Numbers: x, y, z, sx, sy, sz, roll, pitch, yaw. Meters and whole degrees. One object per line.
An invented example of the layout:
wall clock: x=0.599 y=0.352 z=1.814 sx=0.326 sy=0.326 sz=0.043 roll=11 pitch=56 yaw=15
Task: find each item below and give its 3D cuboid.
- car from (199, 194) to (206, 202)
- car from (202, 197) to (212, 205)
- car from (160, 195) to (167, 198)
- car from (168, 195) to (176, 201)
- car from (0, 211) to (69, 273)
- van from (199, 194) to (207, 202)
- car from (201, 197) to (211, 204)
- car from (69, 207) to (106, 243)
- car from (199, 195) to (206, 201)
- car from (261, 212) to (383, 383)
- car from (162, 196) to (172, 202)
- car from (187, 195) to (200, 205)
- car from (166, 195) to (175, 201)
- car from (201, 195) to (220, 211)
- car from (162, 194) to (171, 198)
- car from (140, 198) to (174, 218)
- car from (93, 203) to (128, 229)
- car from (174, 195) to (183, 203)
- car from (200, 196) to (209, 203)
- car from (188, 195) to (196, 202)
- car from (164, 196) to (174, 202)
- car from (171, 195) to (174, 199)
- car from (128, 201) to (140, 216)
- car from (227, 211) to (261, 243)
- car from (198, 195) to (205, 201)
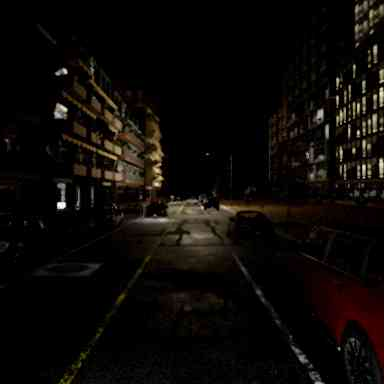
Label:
car: x=2.687 y=1.478 z=54.600 sx=1.967 sy=1.590 sz=4.097 roll=0 pitch=0 yaw=0
car: x=2.688 y=1.571 z=60.297 sx=1.752 sy=1.417 sz=4.829 roll=0 pitch=0 yaw=0
car: x=-5.693 y=1.582 z=54.601 sx=1.887 sy=1.381 sz=4.507 roll=0 pitch=0 yaw=0
car: x=-5.690 y=1.671 z=93.287 sx=1.947 sy=1.339 sz=4.313 roll=0 pitch=0 yaw=0
car: x=-5.695 y=1.443 z=10.388 sx=1.967 sy=1.590 sz=4.097 roll=0 pitch=0 yaw=0
van: x=2.688 y=1.423 z=82.233 sx=1.690 sy=1.788 sz=3.998 roll=0 pitch=0 yaw=0
car: x=2.688 y=1.636 z=65.654 sx=1.802 sy=1.307 sz=4.206 roll=0 pitch=0 yaw=0
car: x=-5.694 y=1.587 z=15.915 sx=1.802 sy=1.307 sz=4.206 roll=0 pitch=0 yaw=0
car: x=2.689 y=1.619 z=87.929 sx=1.752 sy=1.417 sz=4.829 roll=0 pitch=0 yaw=0
car: x=2.684 y=1.316 z=4.860 sx=2.192 sy=1.841 sz=5.009 roll=0 pitch=0 yaw=0
car: x=-5.691 y=1.623 z=76.707 sx=2.008 sy=1.369 sz=4.403 roll=0 pitch=0 yaw=0
car: x=0.004 y=1.646 z=59.603 sx=1.895 sy=1.301 sz=4.718 roll=0 pitch=0 yaw=0
car: x=-5.691 y=1.534 z=87.760 sx=1.967 sy=1.590 sz=4.097 roll=0 pitch=0 yaw=0
car: x=2.357 y=1.525 z=41.017 sx=1.837 sy=1.490 sz=4.892 roll=0 pitch=0 yaw=0
car: x=-5.692 y=1.579 z=65.485 sx=1.752 sy=1.417 sz=4.829 roll=0 pitch=0 yaw=0
car: x=-3.098 y=1.559 z=30.497 sx=2.033 sy=1.411 sz=5.357 roll=0 pitch=0 yaw=0
car: x=-5.695 y=1.447 z=21.441 sx=1.967 sy=1.590 sz=4.097 roll=0 pitch=0 yaw=0
car: x=-2.998 y=1.579 z=71.798 sx=1.994 sy=1.385 sz=4.181 roll=0 pitch=0 yaw=0
car: x=2.688 y=1.645 z=71.179 sx=1.802 sy=1.307 sz=4.206 roll=0 pitch=0 yaw=0
car: x=0.006 y=1.390 z=76.548 sx=1.882 sy=1.535 sz=5.008 roll=0 pitch=0 yaw=0
car: x=-5.691 y=1.633 z=82.234 sx=2.008 sy=1.369 sz=4.403 roll=0 pitch=0 yaw=0
car: x=-5.693 y=1.378 z=71.181 sx=2.192 sy=1.841 sz=5.009 roll=0 pitch=0 yaw=0
car: x=-5.693 y=1.538 z=32.324 sx=1.752 sy=1.417 sz=4.829 roll=0 pitch=0 yaw=0
car: x=2.686 y=1.549 z=15.914 sx=1.887 sy=1.381 sz=4.507 roll=0 pitch=0 yaw=0
car: x=2.690 y=1.671 z=93.286 sx=1.947 sy=1.339 sz=4.313 roll=0 pitch=0 yaw=0
